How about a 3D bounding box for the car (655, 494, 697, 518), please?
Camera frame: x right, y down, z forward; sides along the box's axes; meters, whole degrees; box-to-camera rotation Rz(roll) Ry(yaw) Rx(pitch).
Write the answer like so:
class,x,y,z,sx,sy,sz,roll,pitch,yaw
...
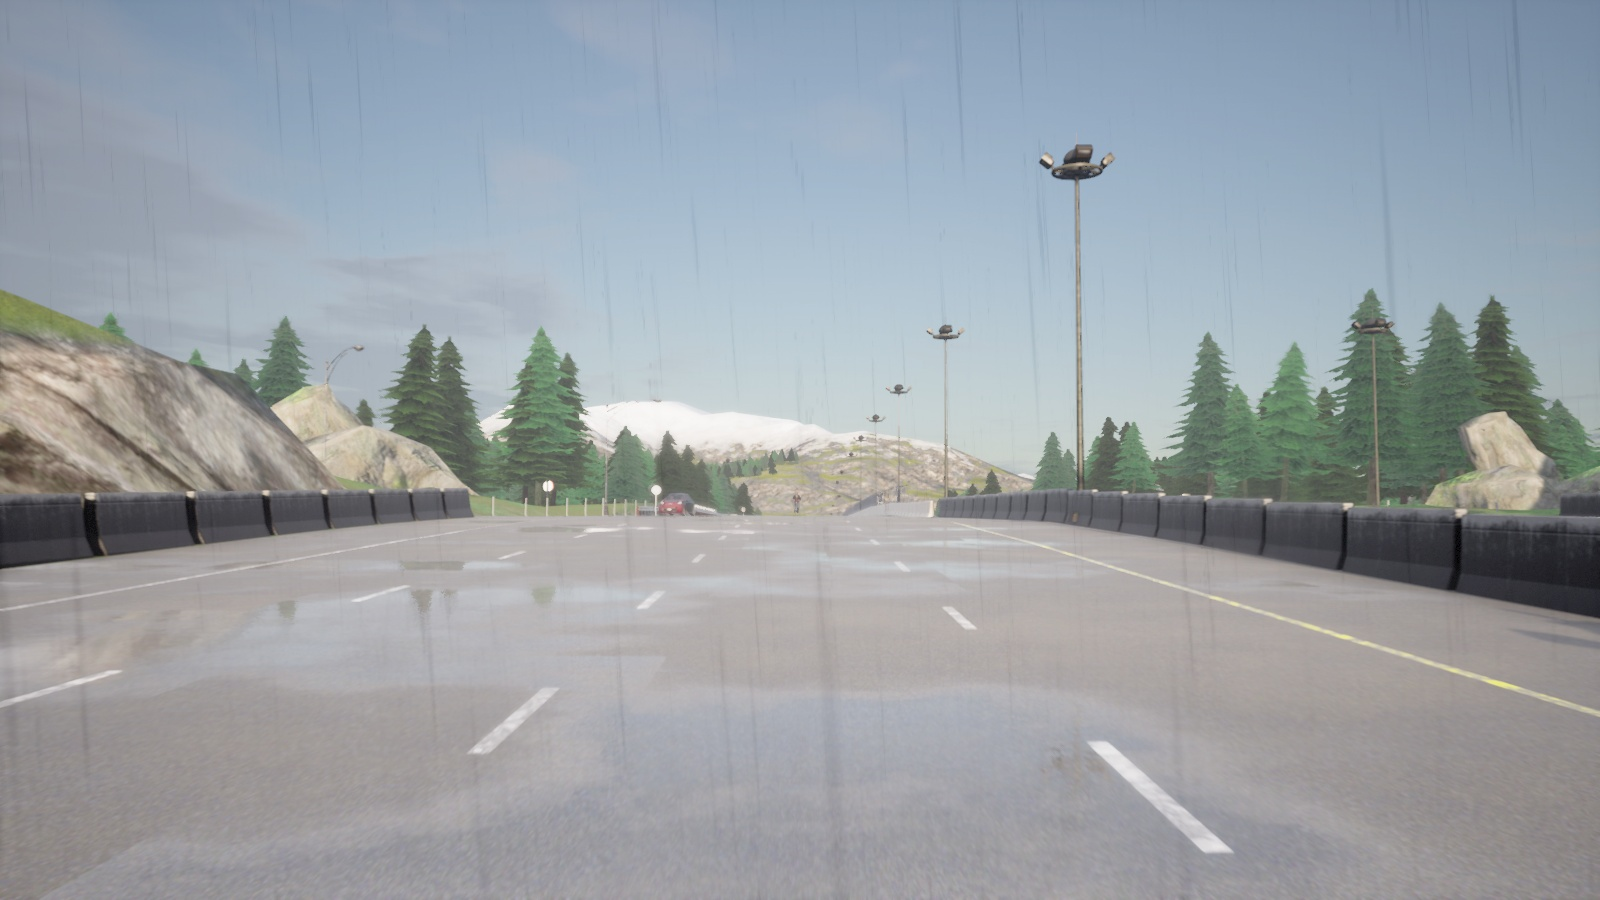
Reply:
class,x,y,z,sx,sy,sz,roll,pitch,yaw
car,-8.002,3.628,81.457,1.845,1.501,3.633,-1,-3,9
